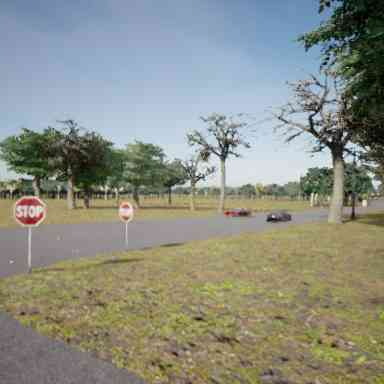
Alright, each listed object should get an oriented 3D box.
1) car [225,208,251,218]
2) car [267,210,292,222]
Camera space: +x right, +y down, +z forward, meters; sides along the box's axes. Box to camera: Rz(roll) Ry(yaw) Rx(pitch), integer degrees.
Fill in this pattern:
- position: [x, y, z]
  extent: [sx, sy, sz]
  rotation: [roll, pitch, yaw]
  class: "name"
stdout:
- position: [6.569, 2.950, 47.361]
  extent: [1.895, 1.301, 4.718]
  rotation: [1, -1, 36]
  class: "car"
- position: [10.964, 2.969, 41.491]
  extent: [1.994, 1.385, 4.181]
  rotation: [1, -1, 36]
  class: "car"
